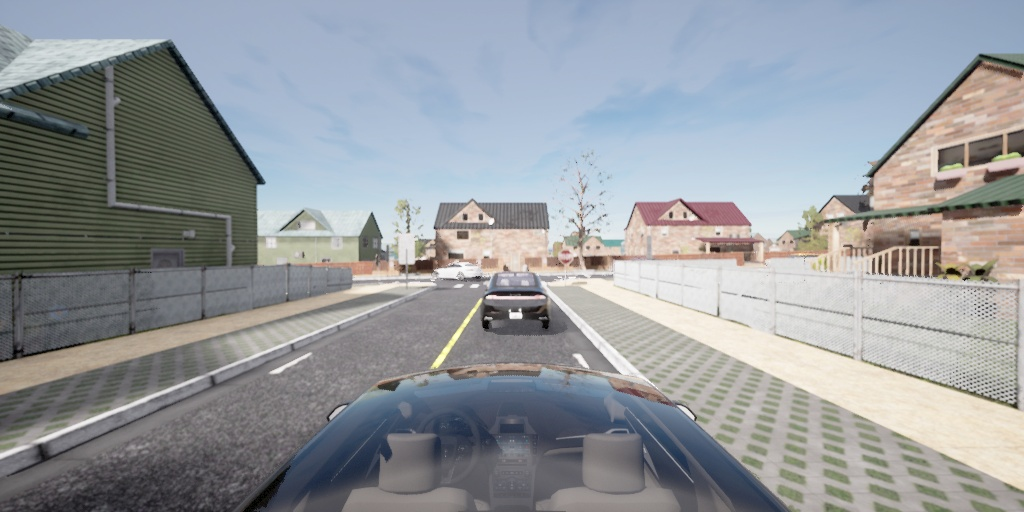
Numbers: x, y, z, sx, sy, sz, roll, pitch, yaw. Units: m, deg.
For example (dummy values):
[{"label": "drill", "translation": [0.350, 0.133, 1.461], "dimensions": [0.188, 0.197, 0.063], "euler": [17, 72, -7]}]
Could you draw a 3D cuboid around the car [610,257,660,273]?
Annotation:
[{"label": "car", "translation": [10.898, 0.843, 30.764], "dimensions": [4.902, 1.511, 2.128], "euler": [-1, 1, 0]}]

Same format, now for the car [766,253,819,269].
[{"label": "car", "translation": [24.599, 0.506, 30.776], "dimensions": [5.008, 1.535, 1.882], "euler": [-1, 1, 0]}]

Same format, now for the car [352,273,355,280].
[{"label": "car", "translation": [-14.819, 1.611, 27.786], "dimensions": [4.718, 1.301, 1.895], "euler": [-1, 1, 0]}]

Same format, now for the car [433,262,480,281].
[{"label": "car", "translation": [-4.446, 1.251, 29.237], "dimensions": [4.674, 1.442, 1.812], "euler": [-1, 0, 38]}]

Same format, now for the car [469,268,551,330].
[{"label": "car", "translation": [0.099, 1.215, 11.054], "dimensions": [2.128, 1.511, 4.902], "euler": [0, 0, 0]}]
